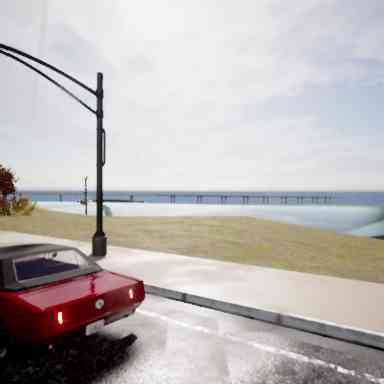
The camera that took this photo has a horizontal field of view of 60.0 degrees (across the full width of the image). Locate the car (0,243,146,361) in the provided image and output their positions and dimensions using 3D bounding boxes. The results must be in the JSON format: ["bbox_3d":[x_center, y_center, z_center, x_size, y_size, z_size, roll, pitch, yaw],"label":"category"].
[{"bbox_3d":[-3.153,1.598,5.939,4.718,1.301,1.895,0,0,36],"label":"car"}]
